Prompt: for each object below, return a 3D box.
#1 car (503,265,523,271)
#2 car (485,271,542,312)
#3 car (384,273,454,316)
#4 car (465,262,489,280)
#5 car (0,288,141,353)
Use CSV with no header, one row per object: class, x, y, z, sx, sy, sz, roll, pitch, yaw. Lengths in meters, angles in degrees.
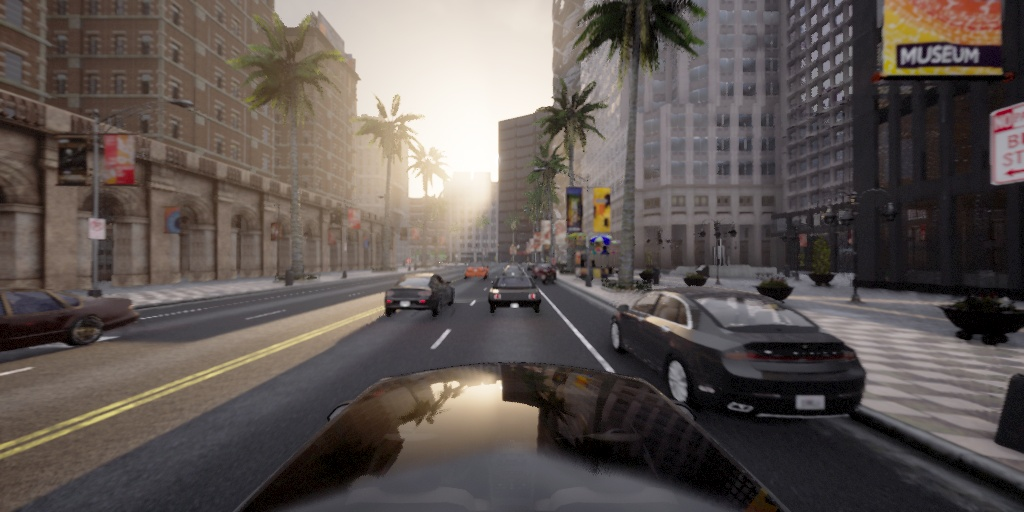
car,0.097,1.565,33.634,1.994,1.385,4.181,0,0,0
car,0.099,1.453,14.677,1.895,1.301,4.718,0,0,0
car,-3.401,1.370,13.722,1.812,1.442,4.674,0,0,0
car,-3.398,1.370,35.671,2.097,1.767,4.553,0,0,0
car,-10.583,1.338,6.857,2.033,1.411,5.357,0,0,0
